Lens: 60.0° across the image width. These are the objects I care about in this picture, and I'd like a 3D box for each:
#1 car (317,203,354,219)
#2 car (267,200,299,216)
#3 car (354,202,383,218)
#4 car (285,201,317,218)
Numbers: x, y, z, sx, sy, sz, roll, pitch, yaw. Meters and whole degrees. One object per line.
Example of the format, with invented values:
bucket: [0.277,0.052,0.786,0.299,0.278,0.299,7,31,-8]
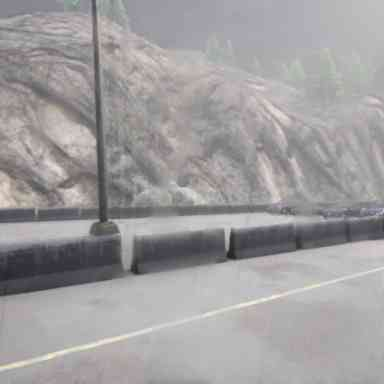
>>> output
car: [14.384,1.815,31.549,4.892,1.490,1.837,1,-1,-35]
car: [10.536,1.689,37.402,4.553,1.767,2.097,1,-1,-35]
car: [16.450,1.648,28.724,4.553,1.767,2.097,0,0,-35]
car: [11.967,1.883,34.127,4.181,1.385,1.994,1,-1,-35]
